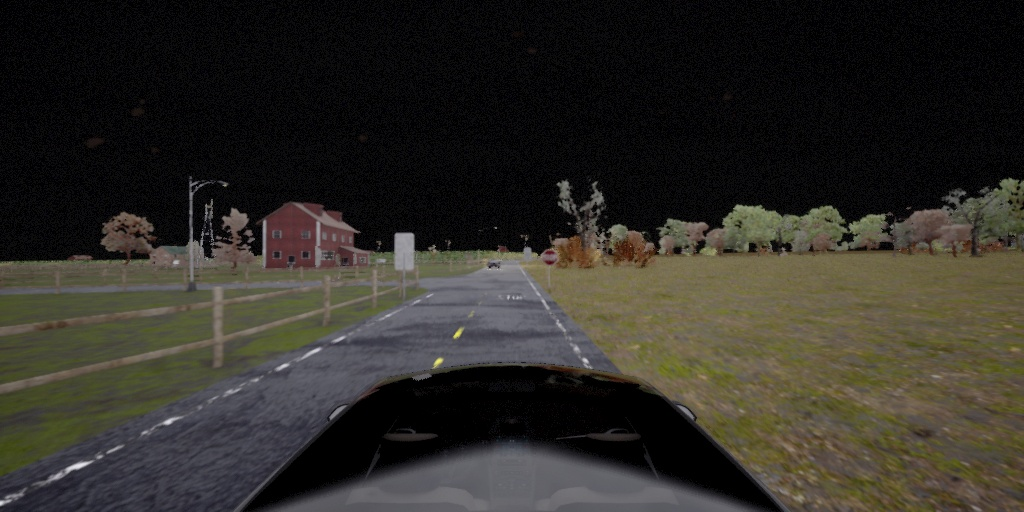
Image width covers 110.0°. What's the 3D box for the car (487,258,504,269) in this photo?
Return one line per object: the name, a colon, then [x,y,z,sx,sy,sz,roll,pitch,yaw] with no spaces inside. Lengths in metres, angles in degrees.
car: [-2.746,1.273,55.658,2.033,1.411,5.357,0,0,0]
